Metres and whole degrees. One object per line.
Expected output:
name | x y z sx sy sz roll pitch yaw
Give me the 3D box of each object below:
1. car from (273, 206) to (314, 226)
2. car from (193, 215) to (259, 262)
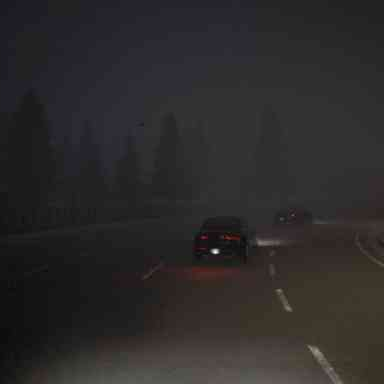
car | 7.965 1.812 25.968 1.812 1.442 4.674 -1 -1 39
car | 1.426 1.651 12.954 1.837 1.490 4.892 0 0 16
